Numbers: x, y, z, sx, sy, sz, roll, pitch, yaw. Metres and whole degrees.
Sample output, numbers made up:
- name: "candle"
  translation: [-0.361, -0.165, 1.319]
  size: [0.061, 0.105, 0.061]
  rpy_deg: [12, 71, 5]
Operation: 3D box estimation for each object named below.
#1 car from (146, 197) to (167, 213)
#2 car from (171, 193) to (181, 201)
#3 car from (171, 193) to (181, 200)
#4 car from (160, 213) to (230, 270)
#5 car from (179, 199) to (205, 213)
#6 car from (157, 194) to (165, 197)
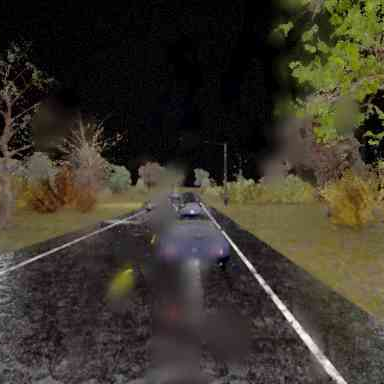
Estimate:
- name: "car"
  translation: [-3.760, 1.503, 35.916]
  size: [1.994, 1.385, 4.181]
  rpy_deg: [0, 0, -1]
- name: "car"
  translation: [-3.608, 1.124, 72.462]
  size: [1.882, 1.535, 5.008]
  rpy_deg: [0, 0, -2]
- name: "car"
  translation: [-3.751, 1.052, 79.710]
  size: [2.097, 1.767, 4.553]
  rpy_deg: [0, 0, 0]
- name: "car"
  translation: [0.080, 1.585, 10.980]
  size: [1.895, 1.301, 4.718]
  rpy_deg: [0, 0, 0]
- name: "car"
  translation: [0.028, 1.521, 28.215]
  size: [1.994, 1.385, 4.181]
  rpy_deg: [0, 0, 0]
- name: "car"
  translation: [-7.205, 1.152, 76.943]
  size: [2.128, 1.511, 4.902]
  rpy_deg: [0, 0, -3]
